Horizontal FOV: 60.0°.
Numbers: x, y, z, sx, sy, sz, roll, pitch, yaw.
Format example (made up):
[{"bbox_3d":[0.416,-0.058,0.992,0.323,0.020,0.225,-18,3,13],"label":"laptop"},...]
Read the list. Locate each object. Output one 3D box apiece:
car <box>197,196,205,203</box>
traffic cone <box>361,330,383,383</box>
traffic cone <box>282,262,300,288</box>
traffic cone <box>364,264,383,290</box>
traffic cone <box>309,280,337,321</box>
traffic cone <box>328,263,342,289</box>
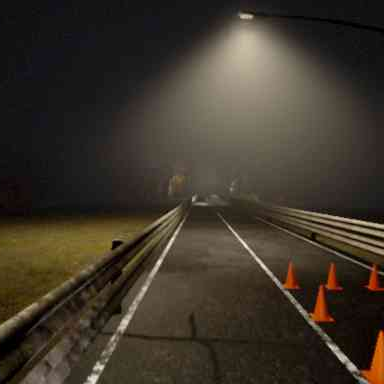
[{"bbox_3d":[2.035,1.589,74.555,2.128,1.511,4.902,1,0,1],"label":"car"},{"bbox_3d":[2.308,1.990,4.059,0.340,0.580,0.340,1,0,1],"label":"traffic cone"},{"bbox_3d":[2.399,1.995,8.058,0.340,0.580,0.340,1,0,1],"label":"traffic cone"},{"bbox_3d":[4.397,2.022,8.013,0.340,0.580,0.340,1,0,1],"label":"traffic cone"},{"bbox_3d":[2.354,1.993,6.059,0.340,0.580,0.340,1,0,1],"label":"traffic cone"},{"bbox_3d":[3.398,2.009,8.036,0.340,0.580,0.340,1,0,1],"label":"traffic cone"}]
